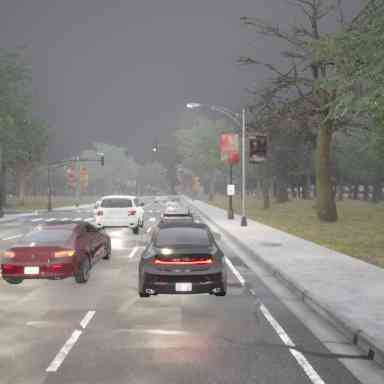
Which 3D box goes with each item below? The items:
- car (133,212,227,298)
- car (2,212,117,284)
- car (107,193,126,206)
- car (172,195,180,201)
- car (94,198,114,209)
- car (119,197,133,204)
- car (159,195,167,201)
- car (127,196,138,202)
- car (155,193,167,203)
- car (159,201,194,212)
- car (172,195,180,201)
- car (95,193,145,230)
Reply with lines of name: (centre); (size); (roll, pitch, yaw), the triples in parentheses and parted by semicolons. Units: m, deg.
car: (-0.265, 1.506, 8.566); (1.837, 1.490, 4.892); (0, 0, -3)
car: (-3.567, 1.527, 9.466); (1.812, 1.442, 4.674); (0, 0, -3)
car: (-12.535, 1.250, 55.748); (2.150, 2.045, 5.566); (0, 0, -2)
car: (-3.687, 1.594, 75.987); (2.033, 1.411, 5.357); (0, 0, -3)
car: (-12.065, 1.546, 45.957); (1.812, 1.442, 4.674); (0, 0, -3)
car: (-12.962, 1.642, 65.621); (1.895, 1.301, 4.718); (0, 0, -2)
car: (-7.487, 1.552, 87.064); (1.882, 1.535, 5.008); (0, 0, -3)
car: (-13.446, 1.621, 75.927); (1.895, 1.301, 4.718); (0, 0, -3)
car: (-6.708, 1.272, 71.746); (2.150, 2.045, 5.566); (0, 0, -3)
car: (-0.873, 1.496, 18.902); (2.128, 1.511, 4.902); (0, 0, -3)
car: (-4.200, 1.476, 86.390); (2.128, 1.511, 4.902); (0, 0, -3)
car: (-4.019, 1.226, 19.213); (2.150, 2.045, 5.566); (0, 0, -5)
